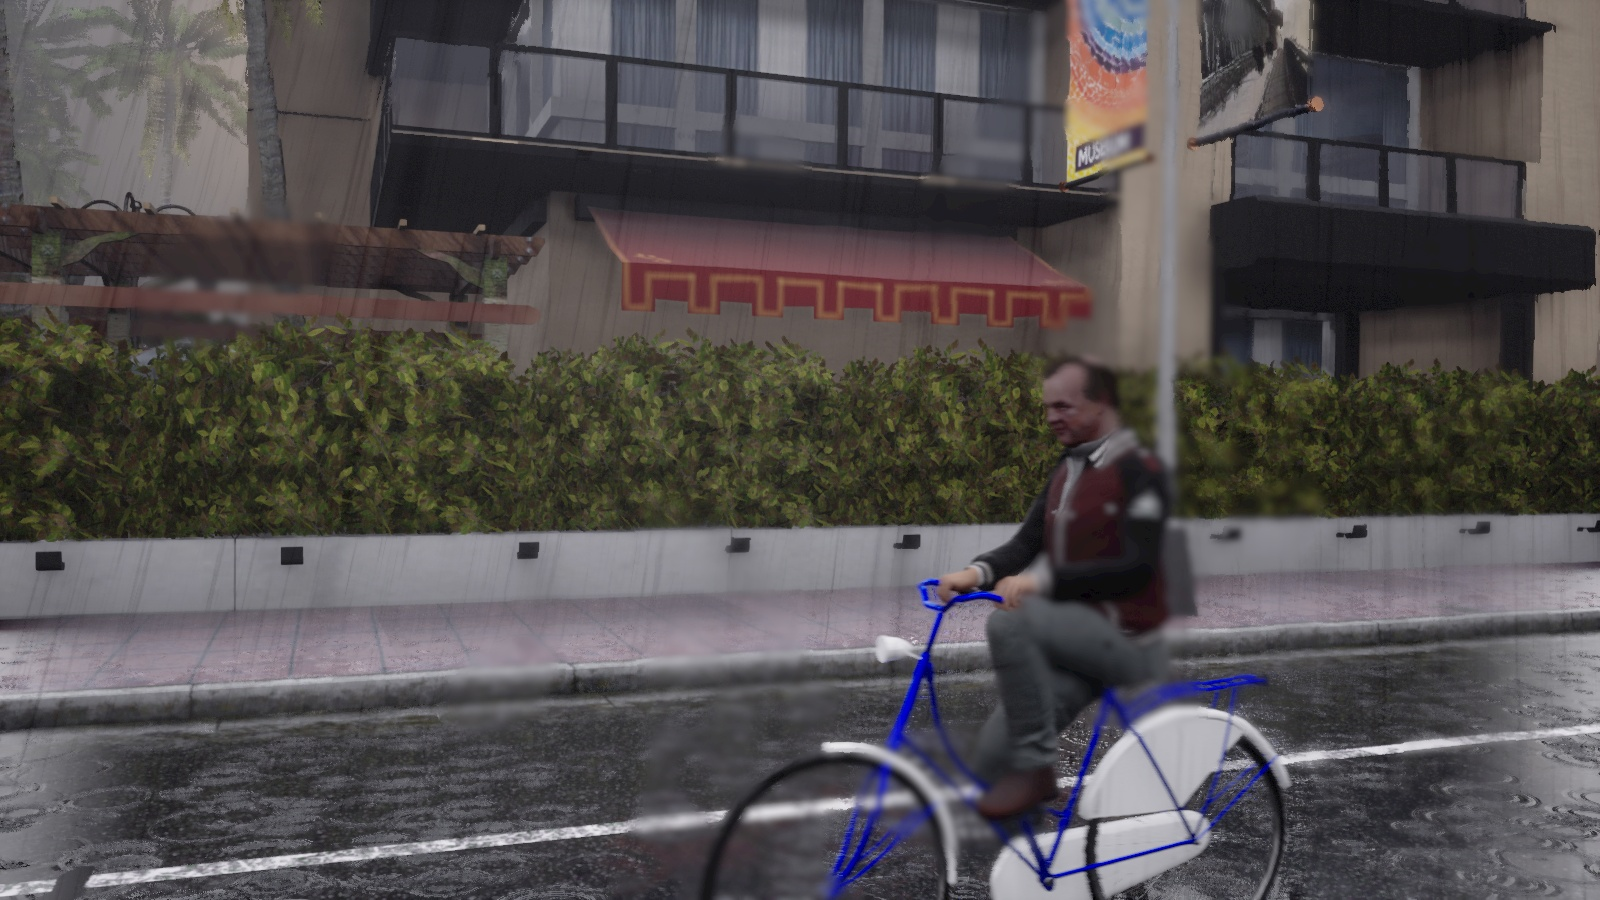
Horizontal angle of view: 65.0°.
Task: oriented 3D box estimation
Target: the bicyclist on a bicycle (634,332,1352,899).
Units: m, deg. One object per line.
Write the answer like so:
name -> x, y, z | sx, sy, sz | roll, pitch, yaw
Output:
bicyclist on a bicycle -> 0.538, 0.608, 3.431 | 1.843, 1.776, 0.659 | -1, 1, -21
